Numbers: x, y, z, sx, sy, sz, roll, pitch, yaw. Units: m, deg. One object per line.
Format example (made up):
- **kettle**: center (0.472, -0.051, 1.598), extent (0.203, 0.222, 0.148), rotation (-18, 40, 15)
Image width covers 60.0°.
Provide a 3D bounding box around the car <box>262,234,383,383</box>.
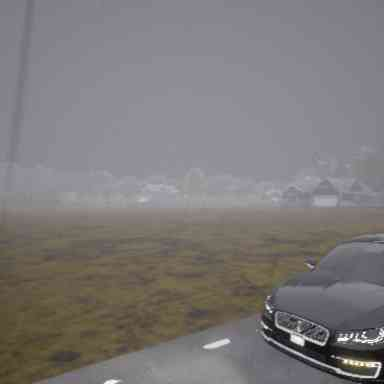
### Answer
- **car**: center (3.216, 1.507, 5.377), extent (4.892, 1.490, 1.837), rotation (0, 0, -36)
